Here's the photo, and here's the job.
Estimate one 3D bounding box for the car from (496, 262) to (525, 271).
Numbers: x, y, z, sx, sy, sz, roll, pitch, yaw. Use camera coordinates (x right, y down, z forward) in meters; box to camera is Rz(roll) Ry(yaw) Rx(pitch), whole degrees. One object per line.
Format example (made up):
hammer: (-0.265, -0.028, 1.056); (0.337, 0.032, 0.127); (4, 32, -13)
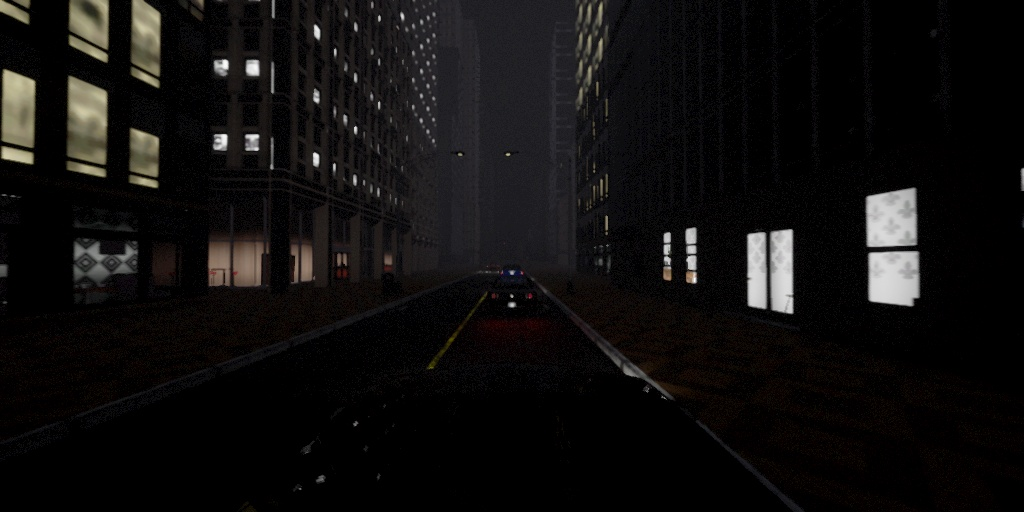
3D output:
car: (0.023, 1.400, 30.270); (2.097, 1.767, 4.553); (0, -1, 1)

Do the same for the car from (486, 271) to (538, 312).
car: (0.019, 1.492, 15.093); (1.895, 1.301, 4.718); (0, -1, 0)

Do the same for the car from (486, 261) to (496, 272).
car: (-3.074, 1.705, 59.714); (2.097, 1.767, 4.553); (0, -1, 0)
